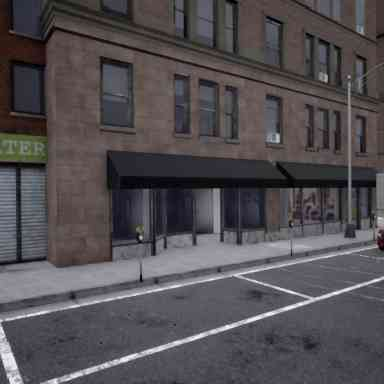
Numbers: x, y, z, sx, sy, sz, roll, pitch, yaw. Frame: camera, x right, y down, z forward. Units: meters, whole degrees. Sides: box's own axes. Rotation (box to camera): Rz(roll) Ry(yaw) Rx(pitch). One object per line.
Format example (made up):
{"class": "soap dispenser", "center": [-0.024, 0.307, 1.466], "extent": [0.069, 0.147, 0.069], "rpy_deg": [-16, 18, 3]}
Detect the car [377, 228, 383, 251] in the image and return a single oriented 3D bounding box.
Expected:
{"class": "car", "center": [8.926, 1.541, 12.923], "extent": [4.507, 1.381, 1.887], "rpy_deg": [0, -1, -36]}
